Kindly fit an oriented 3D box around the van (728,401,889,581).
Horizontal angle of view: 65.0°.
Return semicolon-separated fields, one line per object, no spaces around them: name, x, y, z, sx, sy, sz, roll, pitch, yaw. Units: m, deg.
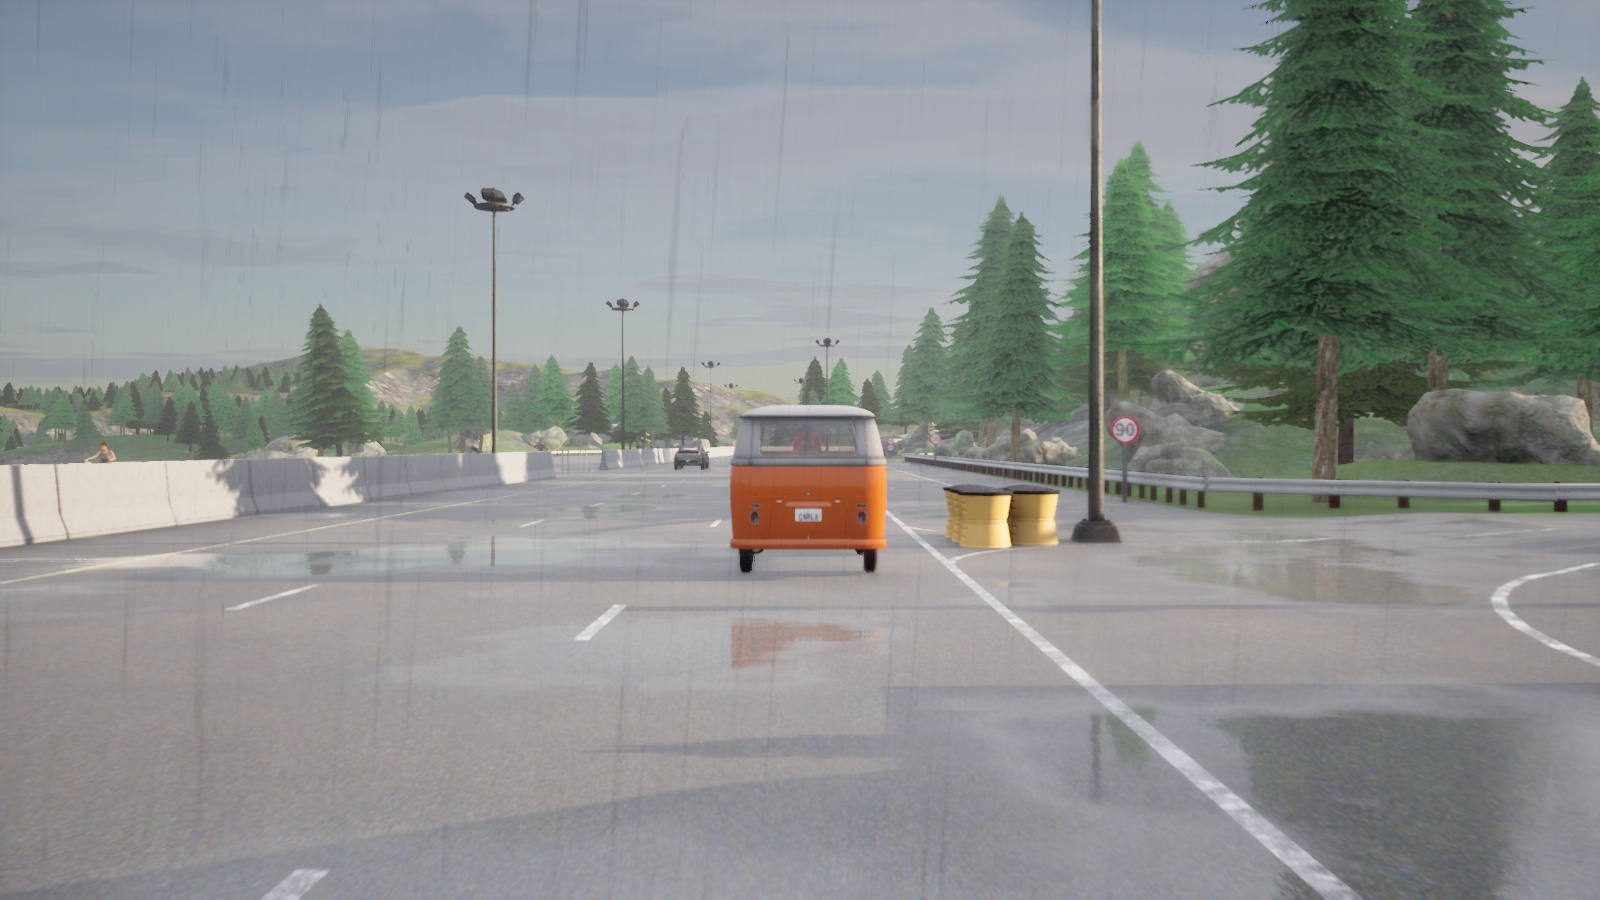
van;0.105;0.436;16.109;1.775;1.987;4.442;0;1;0

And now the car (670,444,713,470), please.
car;-6.549;0.384;76.318;2.128;1.511;4.902;0;0;0
